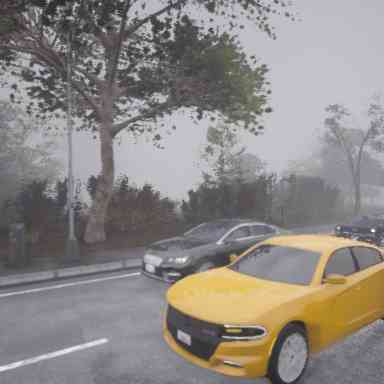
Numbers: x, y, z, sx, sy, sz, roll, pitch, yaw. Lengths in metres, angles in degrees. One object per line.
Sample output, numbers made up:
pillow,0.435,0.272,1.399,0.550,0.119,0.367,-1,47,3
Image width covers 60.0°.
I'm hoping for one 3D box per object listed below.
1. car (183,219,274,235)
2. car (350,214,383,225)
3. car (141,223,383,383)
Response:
car,0.938,1.536,9.320,4.902,1.511,2.128,0,0,-39
car,8.669,1.723,15.926,4.718,1.301,1.895,1,-1,-43
car,1.855,1.501,5.581,5.008,1.535,1.882,1,-1,-39
